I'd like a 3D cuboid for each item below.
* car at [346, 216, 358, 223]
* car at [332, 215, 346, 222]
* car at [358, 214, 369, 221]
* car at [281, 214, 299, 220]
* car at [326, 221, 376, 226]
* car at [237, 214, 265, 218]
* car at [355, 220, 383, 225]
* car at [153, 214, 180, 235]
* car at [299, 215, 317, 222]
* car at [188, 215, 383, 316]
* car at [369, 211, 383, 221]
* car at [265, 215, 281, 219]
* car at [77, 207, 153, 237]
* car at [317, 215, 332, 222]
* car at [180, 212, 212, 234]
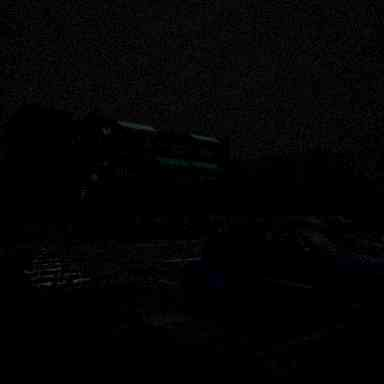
[{"bbox_3d":[17.654,3.656,42.151,5.366,1.575,1.946,0,-2,34],"label":"car"},{"bbox_3d":[15.436,3.530,40.306,5.008,1.535,2.097,0,-2,34],"label":"car"},{"bbox_3d":[20.218,3.818,43.800,4.792,1.488,2.163,0,-3,34],"label":"car"},{"bbox_3d":[8.265,3.171,35.053,4.792,1.488,2.163,0,-2,34],"label":"car"},{"bbox_3d":[7.750,2.404,13.630,4.553,1.767,2.185,2,-1,34],"label":"car"},{"bbox_3d":[3.690,2.881,31.442,5.366,1.575,1.946,0,-3,34],"label":"car"},{"bbox_3d":[10.229,2.538,15.381,4.553,1.767,2.185,2,-1,34],"label":"car"},{"bbox_3d":[-3.608,2.536,26.277,4.674,1.452,2.002,0,-2,34],"label":"car"},{"bbox_3d":[10.668,3.271,36.790,5.008,1.535,2.097,0,-3,34],"label":"car"},{"bbox_3d":[2.945,2.017,10.024,5.566,2.045,2.435,2,-1,34],"label":"car"},{"bbox_3d":[27.310,4.050,49.093,4.553,1.767,2.185,0,-3,34],"label":"car"},{"bbox_3d":[5.907,3.014,33.288,4.892,1.521,2.231,0,-3,34],"label":"car"},{"bbox_3d":[-6.008,2.115,24.543,5.566,2.045,2.435,0,-2,34],"label":"car"},{"bbox_3d":[12.894,3.397,38.645,5.366,1.575,1.946,0,-2,34],"label":"car"},{"bbox_3d":[-1.231,2.626,28.035,4.892,1.521,2.231,0,-3,34],"label":"car"}]
